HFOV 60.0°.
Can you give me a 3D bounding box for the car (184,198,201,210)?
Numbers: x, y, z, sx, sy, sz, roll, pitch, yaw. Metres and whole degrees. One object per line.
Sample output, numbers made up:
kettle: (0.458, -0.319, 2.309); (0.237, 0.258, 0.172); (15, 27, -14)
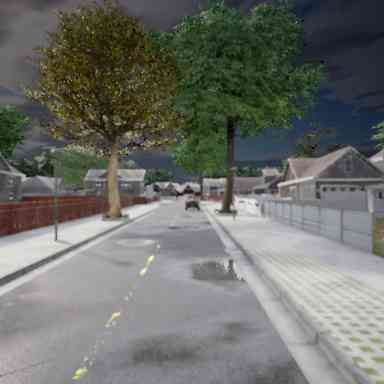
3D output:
car: (0.062, 1.543, 42.741); (1.837, 1.490, 4.892); (0, 0, 0)
